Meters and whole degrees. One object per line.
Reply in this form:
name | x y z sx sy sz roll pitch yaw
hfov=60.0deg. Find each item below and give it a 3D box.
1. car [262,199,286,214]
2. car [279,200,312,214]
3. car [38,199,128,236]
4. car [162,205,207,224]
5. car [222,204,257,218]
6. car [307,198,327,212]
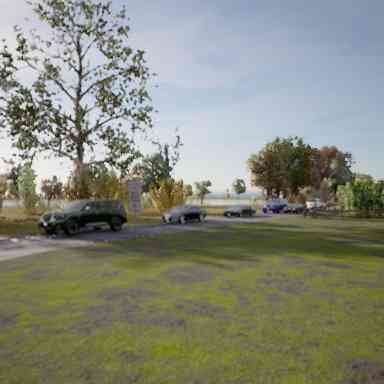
car | 11.670 1.925 46.265 2.150 2.045 5.566 -1 -2 35
car | 13.850 2.202 44.419 2.033 1.411 5.357 -1 -1 35
car | -6.447 1.450 20.417 2.150 2.045 5.566 -1 -1 34
car | -0.611 1.871 28.786 2.128 1.511 4.902 -1 -1 35
car | 5.453 2.086 37.448 2.033 1.411 5.357 -1 -1 35
car | 19.784 2.036 53.006 2.150 2.045 5.566 -1 -1 35
